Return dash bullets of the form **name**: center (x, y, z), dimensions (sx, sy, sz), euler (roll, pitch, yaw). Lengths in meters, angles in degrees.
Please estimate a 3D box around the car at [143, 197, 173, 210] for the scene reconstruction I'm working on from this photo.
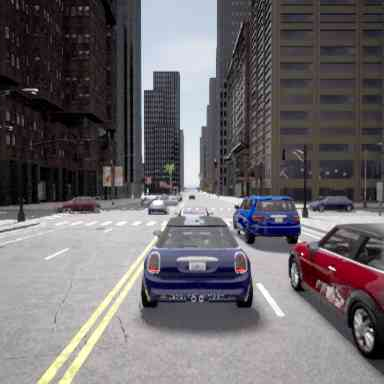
- **car**: center (-3.350, 1.513, 33.844), dimensions (2.033, 1.411, 5.357), euler (0, 0, 0)

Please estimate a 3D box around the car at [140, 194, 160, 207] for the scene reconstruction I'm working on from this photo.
- **car**: center (-6.595, 1.443, 50.304), dimensions (2.128, 1.511, 4.902), euler (0, 0, 0)

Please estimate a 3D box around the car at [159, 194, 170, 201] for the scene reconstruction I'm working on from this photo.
- **car**: center (-6.502, 1.289, 79.232), dimensions (2.097, 1.767, 4.553), euler (0, 0, 0)

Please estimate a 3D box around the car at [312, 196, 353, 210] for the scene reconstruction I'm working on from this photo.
- **car**: center (16.678, 1.313, 39.578), dimensions (4.097, 1.590, 1.967), euler (0, 1, 0)

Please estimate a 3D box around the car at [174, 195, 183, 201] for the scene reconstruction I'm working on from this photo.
- **car**: center (-3.252, 1.483, 81.863), dimensions (1.994, 1.385, 4.181), euler (0, 0, 0)

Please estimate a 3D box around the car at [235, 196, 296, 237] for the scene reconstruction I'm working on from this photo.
- **car**: center (3.352, 1.206, 15.835), dimensions (2.150, 2.045, 5.566), euler (0, 0, -2)

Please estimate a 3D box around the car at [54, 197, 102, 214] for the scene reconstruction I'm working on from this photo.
- **car**: center (-11.928, 1.314, 34.768), dimensions (4.553, 1.767, 2.097), euler (-1, 0, -35)

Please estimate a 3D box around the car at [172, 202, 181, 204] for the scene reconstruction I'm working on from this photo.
- **car**: center (0.093, 1.475, 17.021), dimensions (2.128, 1.511, 4.902), euler (0, 0, 0)

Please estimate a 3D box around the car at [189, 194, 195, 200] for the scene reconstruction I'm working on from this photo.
- **car**: center (-0.001, 1.431, 92.237), dimensions (1.837, 1.490, 4.892), euler (0, 0, 0)

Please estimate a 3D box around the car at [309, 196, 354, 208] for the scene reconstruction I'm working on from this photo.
- **car**: center (15.352, 1.267, 36.877), dimensions (4.553, 1.767, 2.097), euler (0, 1, -1)

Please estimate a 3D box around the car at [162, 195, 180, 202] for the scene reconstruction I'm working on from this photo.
- **car**: center (-3.343, 1.550, 53.668), dimensions (1.895, 1.301, 4.718), euler (0, 0, 0)

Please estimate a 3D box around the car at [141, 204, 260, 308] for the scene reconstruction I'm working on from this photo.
- **car**: center (0.095, 1.346, 8.084), dimensions (2.097, 1.767, 4.553), euler (0, 0, 0)

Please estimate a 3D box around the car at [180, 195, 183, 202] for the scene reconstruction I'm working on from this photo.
- **car**: center (-3.251, 1.502, 69.523), dimensions (1.994, 1.385, 4.181), euler (0, 0, 0)

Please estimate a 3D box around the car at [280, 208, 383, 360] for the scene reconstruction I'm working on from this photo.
- **car**: center (3.345, 1.347, 6.125), dimensions (2.097, 1.767, 4.553), euler (0, 0, 0)

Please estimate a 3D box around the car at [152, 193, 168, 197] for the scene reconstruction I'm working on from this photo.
- **car**: center (-6.507, 1.432, 68.345), dimensions (2.128, 1.511, 4.902), euler (0, 0, 0)
